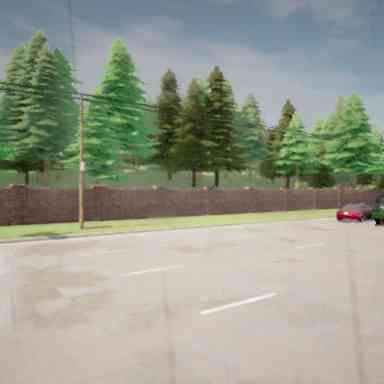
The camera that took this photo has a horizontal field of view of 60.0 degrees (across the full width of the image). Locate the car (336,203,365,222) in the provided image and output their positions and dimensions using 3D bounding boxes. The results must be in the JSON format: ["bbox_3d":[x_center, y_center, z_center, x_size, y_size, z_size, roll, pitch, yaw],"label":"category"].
[{"bbox_3d":[13.118,1.540,25.943,4.181,1.385,1.994,0,0,-35],"label":"car"}]

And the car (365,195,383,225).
[{"bbox_3d":[14.416,1.199,22.572,5.566,2.045,2.150,0,0,-35],"label":"car"}]
